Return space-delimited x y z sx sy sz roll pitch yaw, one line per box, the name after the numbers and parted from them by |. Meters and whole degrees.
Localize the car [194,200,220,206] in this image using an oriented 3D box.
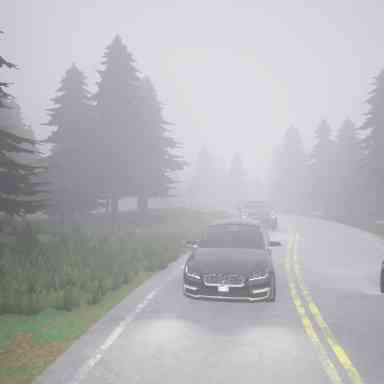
1.913 1.799 44.857 1.812 1.442 4.674 3 -5 -35 | car

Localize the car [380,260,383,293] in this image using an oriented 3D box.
4.493 1.308 4.640 2.097 1.767 4.553 -1 0 8 | car

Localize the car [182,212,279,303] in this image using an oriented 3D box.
1.090 1.496 8.410 1.837 1.490 4.892 -1 0 12 | car

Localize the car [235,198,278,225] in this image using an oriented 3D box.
3.873 1.270 20.363 2.097 1.767 4.553 -1 0 5 | car

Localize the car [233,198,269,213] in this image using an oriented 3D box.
6.198 1.410 35.733 1.837 1.490 4.892 2 -1 -16 | car
